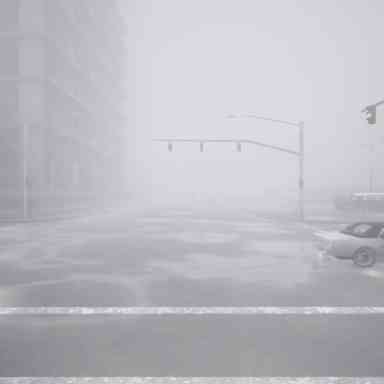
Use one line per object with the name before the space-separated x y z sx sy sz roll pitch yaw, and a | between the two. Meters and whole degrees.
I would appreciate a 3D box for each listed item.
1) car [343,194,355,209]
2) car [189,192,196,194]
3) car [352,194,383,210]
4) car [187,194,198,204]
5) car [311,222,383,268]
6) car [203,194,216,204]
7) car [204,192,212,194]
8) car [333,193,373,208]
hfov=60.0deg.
car | 25.288 1.419 49.568 3.905 1.438 1.784 0 0 1
car | 0.119 1.087 73.919 2.150 2.045 5.566 0 0 0
car | 25.250 1.450 46.673 3.806 1.475 1.970 0 0 1
car | 0.057 1.547 63.467 2.033 1.411 5.357 0 0 0
car | 6.483 1.634 10.716 4.718 1.301 1.895 0 0 1
car | 3.559 1.525 63.863 1.812 1.442 4.674 0 0 0
car | 3.619 1.087 73.898 2.150 2.045 5.566 0 0 0
car | 25.273 1.208 52.251 4.605 1.855 1.932 0 0 1
